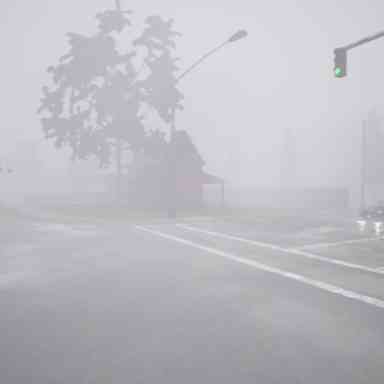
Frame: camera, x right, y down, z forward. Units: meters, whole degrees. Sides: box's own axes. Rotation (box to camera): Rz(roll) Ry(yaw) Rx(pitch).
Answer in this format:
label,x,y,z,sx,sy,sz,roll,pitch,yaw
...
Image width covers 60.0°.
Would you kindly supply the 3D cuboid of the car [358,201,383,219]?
label,x,y,z,sx,sy,sz,roll,pitch,yaw
car,15.310,1.395,25.975,5.357,1.411,2.033,0,1,-32
